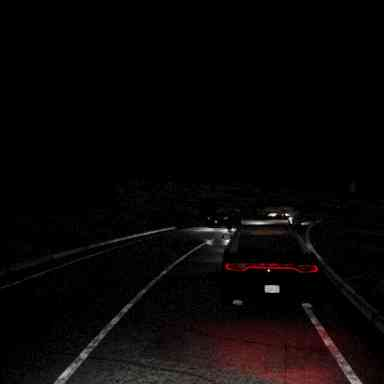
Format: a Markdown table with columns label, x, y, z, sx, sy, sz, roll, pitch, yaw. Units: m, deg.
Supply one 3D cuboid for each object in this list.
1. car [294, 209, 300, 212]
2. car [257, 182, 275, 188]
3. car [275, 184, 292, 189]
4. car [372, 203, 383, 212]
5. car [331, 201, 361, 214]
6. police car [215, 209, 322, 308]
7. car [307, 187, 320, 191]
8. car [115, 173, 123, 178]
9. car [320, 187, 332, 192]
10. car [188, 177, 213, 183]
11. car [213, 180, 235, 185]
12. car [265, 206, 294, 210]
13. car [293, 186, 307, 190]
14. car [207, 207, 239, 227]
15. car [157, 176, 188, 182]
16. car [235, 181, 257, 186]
| label | x | y | z | sx | sy | sz | roll | pitch | yaw |
| --- | --- | --- | --- | --- | --- | --- | --- | --- | --- |
| car | 6.264 | 1.702 | 22.654 | 1.812 | 1.442 | 4.674 | -2 | -2 | 25 |
| car | 14.926 | -1.371 | 71.794 | 4.553 | 1.767 | 2.185 | 3 | -5 | -33 |
| car | 19.635 | -0.954 | 75.033 | 4.792 | 1.488 | 2.163 | 3 | -6 | -35 |
| car | 28.383 | 2.231 | 48.636 | 4.181 | 1.385 | 1.994 | 0 | -4 | -29 |
| car | 19.317 | 1.881 | 41.750 | 4.553 | 1.767 | 2.097 | 1 | -4 | -41 |
| police car | 1.784 | 1.454 | 8.192 | 1.930 | 1.638 | 5.238 | -1 | 0 | 10 |
| car | 28.440 | -0.458 | 81.507 | 4.892 | 1.521 | 2.231 | 3 | -6 | -37 |
| car | -13.437 | -2.643 | 54.831 | 4.553 | 1.767 | 2.185 | 2 | -5 | -30 |
| car | 32.862 | -0.282 | 84.999 | 4.553 | 1.767 | 2.185 | 4 | -6 | -38 |
| car | 0.852 | -1.952 | 62.975 | 4.892 | 1.521 | 2.231 | 2 | -5 | -30 |
| car | 5.613 | -1.688 | 65.812 | 4.674 | 1.452 | 2.002 | 3 | -5 | -31 |
| car | 4.183 | 1.567 | 17.520 | 1.801 | 1.575 | 5.366 | -2 | -1 | 19 |
| car | 24.112 | -0.684 | 78.250 | 4.674 | 1.452 | 2.002 | 3 | -6 | -36 |
| car | 2.716 | 1.861 | 25.428 | 1.812 | 1.442 | 4.674 | -2 | -2 | 27 |
| car | -3.936 | -2.150 | 60.236 | 4.892 | 1.521 | 2.231 | 2 | -5 | -30 |
| car | 10.312 | -1.490 | 68.757 | 5.008 | 1.535 | 2.097 | 3 | -5 | -32 |
